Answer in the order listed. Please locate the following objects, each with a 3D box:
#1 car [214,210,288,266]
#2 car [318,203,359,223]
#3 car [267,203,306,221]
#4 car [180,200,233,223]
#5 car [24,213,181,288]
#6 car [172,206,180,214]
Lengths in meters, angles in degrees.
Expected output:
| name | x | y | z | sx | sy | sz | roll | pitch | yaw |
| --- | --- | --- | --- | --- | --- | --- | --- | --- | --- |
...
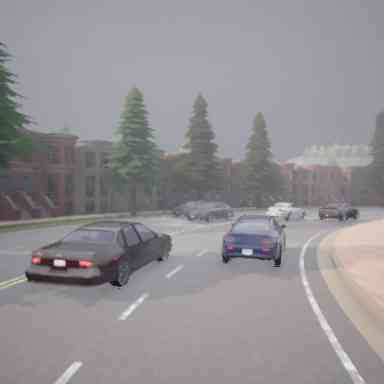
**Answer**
| name | x | y | z | sx | sy | sz | roll | pitch | yaw |
| --- | --- | --- | --- | --- | --- | --- | --- | --- | --- |
| car | 2.280 | 1.554 | 11.709 | 1.812 | 1.442 | 4.674 | 0 | 0 | 18 |
| car | 12.185 | 1.630 | 27.456 | 2.128 | 1.511 | 4.902 | 0 | 0 | 45 |
| car | 7.952 | 1.620 | 28.068 | 1.812 | 1.442 | 4.674 | 0 | 0 | 41 |
| car | 1.451 | 1.530 | 25.759 | 1.837 | 1.490 | 4.892 | 0 | 0 | 36 |
| car | -2.135 | 1.529 | 9.341 | 2.033 | 1.411 | 5.357 | 1 | 0 | 14 |
| car | 0.228 | 1.519 | 29.926 | 1.837 | 1.490 | 4.892 | 0 | 0 | 39 |
